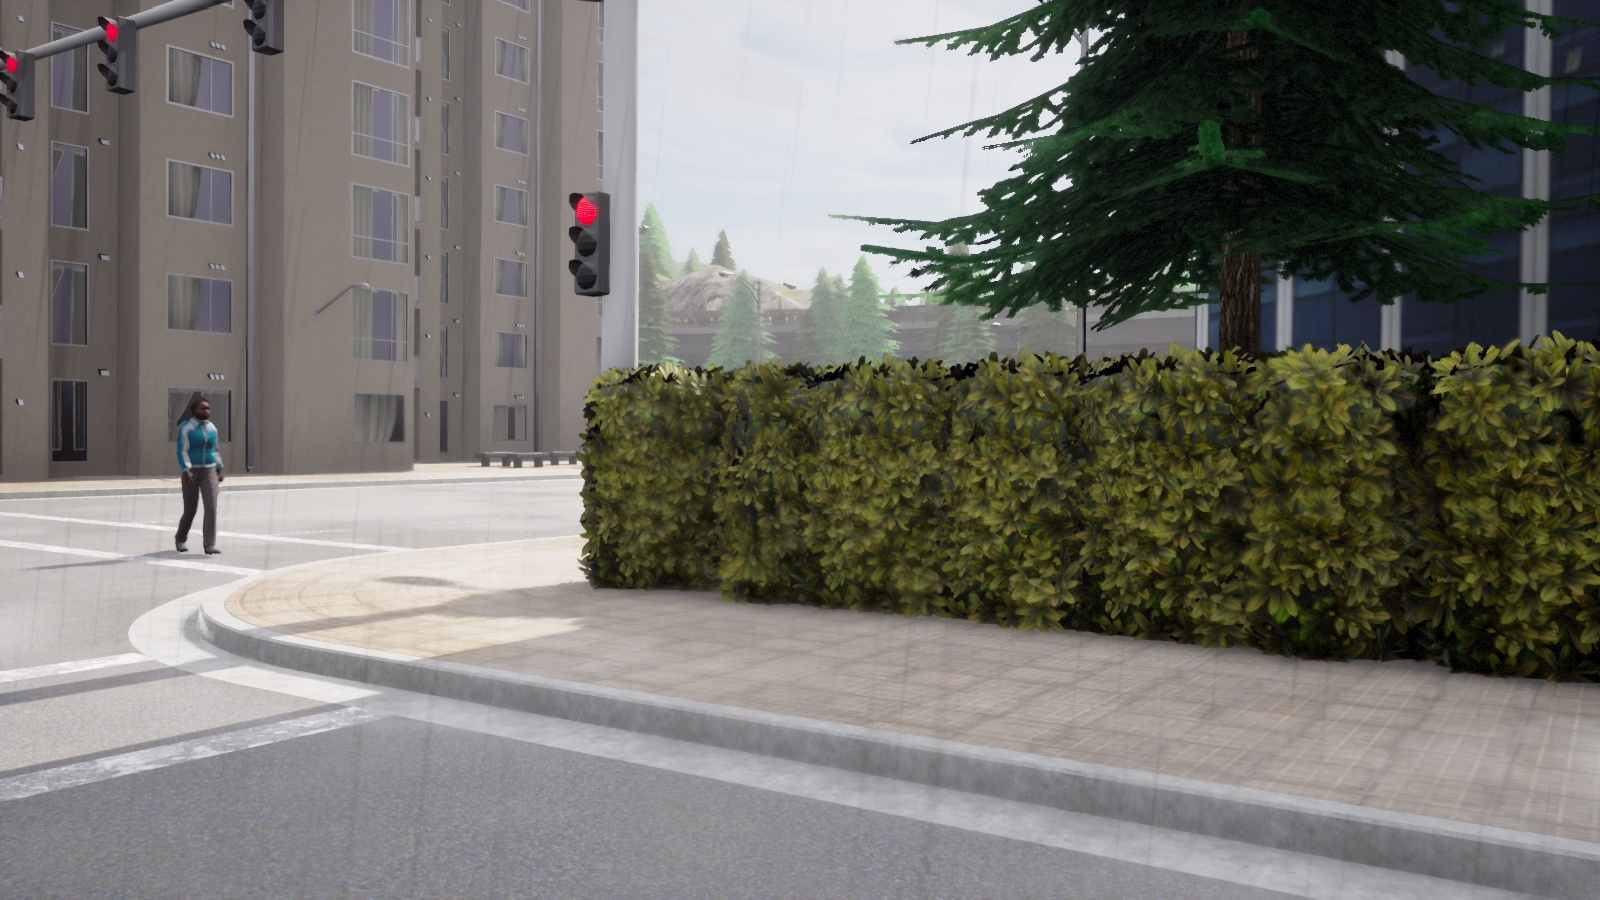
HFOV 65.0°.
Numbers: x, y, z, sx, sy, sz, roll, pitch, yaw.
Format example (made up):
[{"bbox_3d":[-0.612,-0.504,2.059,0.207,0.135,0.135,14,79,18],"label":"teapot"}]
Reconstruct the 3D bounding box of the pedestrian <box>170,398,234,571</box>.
[{"bbox_3d":[-6.859,0.385,14.397,0.692,1.930,0.396,0,1,41],"label":"pedestrian"}]
